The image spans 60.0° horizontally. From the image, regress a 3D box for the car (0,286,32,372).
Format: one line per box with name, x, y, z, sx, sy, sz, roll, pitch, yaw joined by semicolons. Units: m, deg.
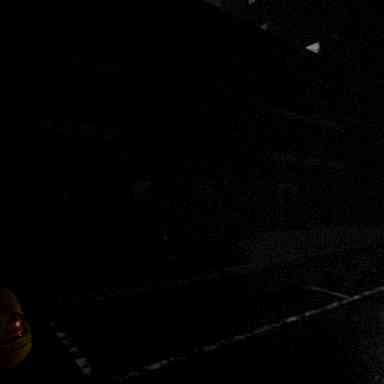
car;-4.197;1.523;3.081;4.829;1.417;1.752;0;2;-35
